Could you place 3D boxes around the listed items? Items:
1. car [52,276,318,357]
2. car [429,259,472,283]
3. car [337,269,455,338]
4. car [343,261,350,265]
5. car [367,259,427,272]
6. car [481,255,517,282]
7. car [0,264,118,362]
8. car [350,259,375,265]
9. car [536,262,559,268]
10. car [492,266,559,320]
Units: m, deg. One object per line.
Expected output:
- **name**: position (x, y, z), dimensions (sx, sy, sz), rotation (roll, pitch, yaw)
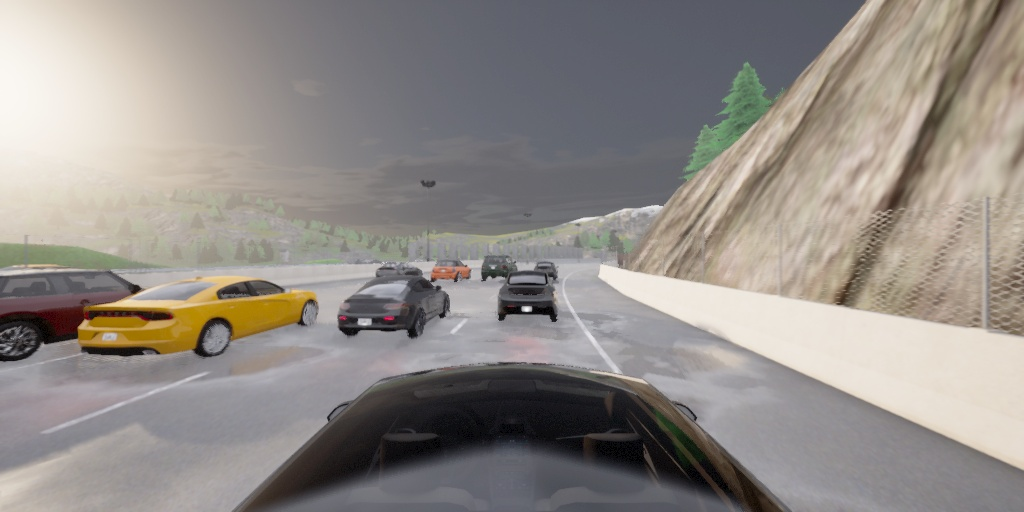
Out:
- **car**: position (-6.667, 1.207, 8.505), dimensions (1.882, 1.535, 5.008), rotation (0, 0, 2)
- **car**: position (-4.642, 1.078, 27.968), dimensions (2.097, 1.767, 4.553), rotation (0, 0, 9)
- **car**: position (-3.088, 1.264, 10.099), dimensions (1.812, 1.442, 4.674), rotation (0, 0, 3)
- **car**: position (-23.814, 1.154, 55.035), dimensions (2.128, 1.511, 4.902), rotation (0, 0, 16)
- **car**: position (-8.369, 1.208, 26.865), dimensions (2.128, 1.511, 4.902), rotation (0, 0, 8)
- **car**: position (-0.949, 0.956, 29.071), dimensions (2.150, 2.045, 5.566), rotation (0, 0, 10)
- **car**: position (-10.157, 1.073, 8.307), dimensions (2.097, 1.767, 4.553), rotation (0, 0, 2)
- **car**: position (-20.909, 1.198, 52.534), dimensions (1.812, 1.442, 4.674), rotation (0, 0, 16)
- **car**: position (2.944, 1.248, 30.868), dimensions (1.837, 1.490, 4.892), rotation (0, 0, 10)
- **car**: position (0.584, 1.251, 12.575), dimensions (1.837, 1.490, 4.892), rotation (0, 0, 4)
